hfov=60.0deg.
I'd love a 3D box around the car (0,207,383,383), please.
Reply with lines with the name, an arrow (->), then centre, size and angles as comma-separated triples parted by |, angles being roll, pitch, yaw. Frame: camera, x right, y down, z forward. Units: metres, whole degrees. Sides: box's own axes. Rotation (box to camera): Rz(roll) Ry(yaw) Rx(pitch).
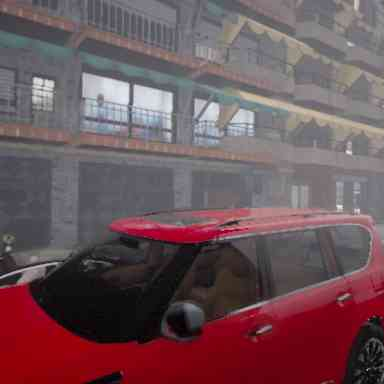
car -> -0.024, 1.232, 3.358 | 5.566, 2.045, 2.150 | 0, 0, -36

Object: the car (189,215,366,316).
car -> 2.184, 1.490, 8.093 | 4.097, 1.590, 1.967 | 1, 1, -35

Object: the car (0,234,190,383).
car -> -2.422, 1.556, 4.818 | 4.403, 1.369, 2.008 | 1, 1, -35
